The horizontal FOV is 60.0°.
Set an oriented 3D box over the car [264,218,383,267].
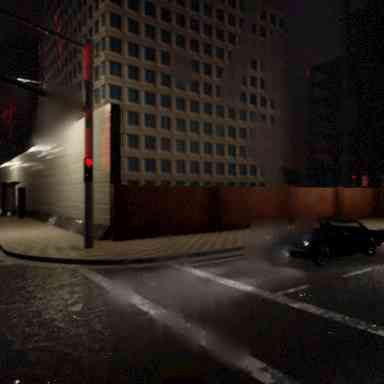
[{"bbox_3d":[4.720,1.611,11.656,4.718,1.301,1.895,0,0,-35],"label":"car"}]
